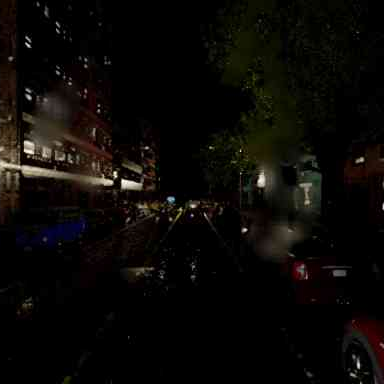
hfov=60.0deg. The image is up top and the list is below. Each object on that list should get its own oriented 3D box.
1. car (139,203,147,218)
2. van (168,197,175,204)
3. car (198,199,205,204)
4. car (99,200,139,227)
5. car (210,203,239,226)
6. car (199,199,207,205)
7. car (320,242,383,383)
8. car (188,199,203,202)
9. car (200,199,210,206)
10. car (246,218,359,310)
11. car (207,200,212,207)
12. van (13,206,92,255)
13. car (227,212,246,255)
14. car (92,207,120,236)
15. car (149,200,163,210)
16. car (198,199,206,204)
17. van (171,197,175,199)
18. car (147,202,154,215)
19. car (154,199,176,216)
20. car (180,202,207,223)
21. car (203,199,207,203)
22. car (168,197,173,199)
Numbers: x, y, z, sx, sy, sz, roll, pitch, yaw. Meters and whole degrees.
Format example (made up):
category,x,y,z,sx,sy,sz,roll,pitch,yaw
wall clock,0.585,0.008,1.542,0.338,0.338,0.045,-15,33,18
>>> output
category,x,y,z,sx,sy,sz,roll,pitch,yaw
car,-5.698,1.864,30.770,1.947,1.339,4.313,0,-1,0
van,-5.712,2.334,93.433,1.690,1.788,3.998,0,-1,0
car,2.670,2.559,93.429,1.947,1.339,4.313,0,-1,0
car,-5.697,1.556,25.075,2.192,1.841,5.009,0,-1,0
car,2.684,1.792,25.073,2.008,1.369,4.403,0,-1,0
car,2.672,2.439,82.036,1.802,1.307,4.206,0,-1,0
car,2.689,1.463,2.288,1.967,1.590,4.097,0,-1,0
car,0.074,1.947,45.905,2.128,1.511,4.902,0,-1,0
car,2.674,2.270,70.643,1.887,1.381,4.507,0,-1,0
car,2.687,1.516,7.984,1.967,1.590,4.097,0,-1,0
car,2.682,1.739,30.771,1.967,1.590,4.097,0,-1,0
van,-5.695,1.470,13.682,1.690,1.788,3.998,0,-1,0
car,2.686,1.711,13.680,1.802,1.307,4.206,0,-1,0
car,-5.696,1.766,19.376,1.802,1.307,4.206,0,-1,0
car,-5.703,2.062,53.386,1.752,1.417,4.829,0,-1,0
car,2.670,2.469,87.733,1.887,1.381,4.507,0,-1,0
van,-5.711,2.266,87.737,1.690,1.788,3.998,0,-1,0
car,-5.699,1.908,36.466,2.008,1.369,4.403,0,-1,0
car,-3.039,1.879,37.806,1.837,1.490,4.892,0,-1,0
car,0.039,1.839,28.377,1.994,1.385,4.181,0,0,1
car,2.677,2.150,59.252,2.008,1.369,4.403,0,-1,0
car,-5.706,2.291,70.644,1.947,1.339,4.313,0,-1,0
